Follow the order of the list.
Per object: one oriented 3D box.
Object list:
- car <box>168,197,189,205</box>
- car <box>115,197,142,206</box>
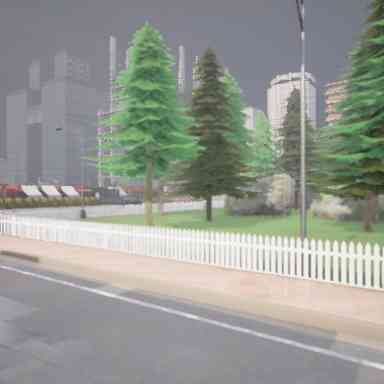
[{"bbox_3d":[-2.248,1.429,58.895,2.097,1.767,4.553,0,0,35],"label":"car"},{"bbox_3d":[-10.178,1.563,53.484,1.882,1.535,5.008,0,0,34],"label":"car"}]
